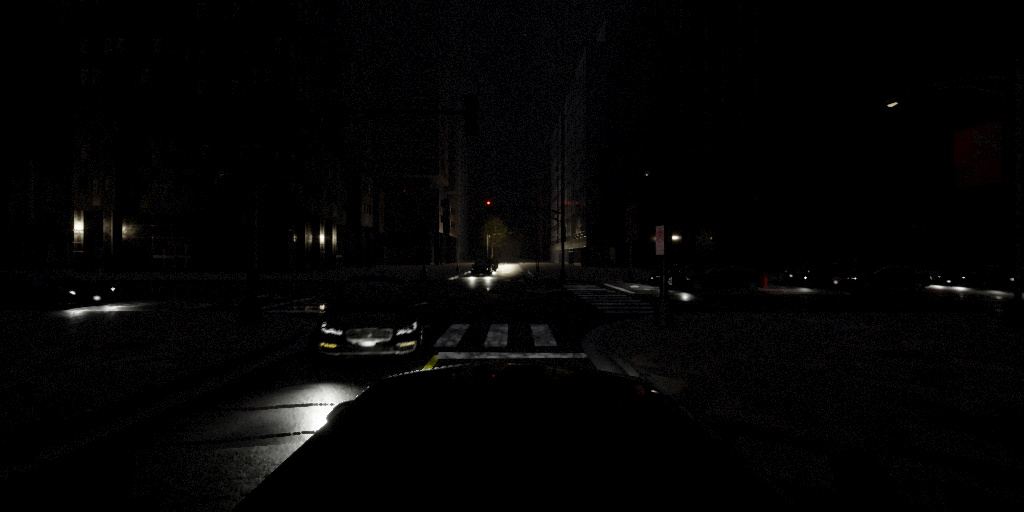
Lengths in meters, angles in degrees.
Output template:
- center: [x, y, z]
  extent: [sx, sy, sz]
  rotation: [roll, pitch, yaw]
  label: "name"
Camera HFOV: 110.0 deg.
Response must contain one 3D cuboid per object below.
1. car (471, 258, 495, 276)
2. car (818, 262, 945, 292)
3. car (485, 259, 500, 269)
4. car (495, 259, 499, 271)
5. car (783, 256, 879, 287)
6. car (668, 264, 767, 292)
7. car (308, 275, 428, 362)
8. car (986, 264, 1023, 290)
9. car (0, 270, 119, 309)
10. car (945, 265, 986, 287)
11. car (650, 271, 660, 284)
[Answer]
- center: [-3.101, 1.227, 37.513]
  extent: [1.882, 1.535, 5.008]
  rotation: [0, 0, 1]
  label: "car"
- center: [21.331, 1.262, 20.894]
  extent: [4.902, 1.511, 2.128]
  rotation: [0, 0, 0]
  label: "car"
- center: [-3.125, 1.241, 57.209]
  extent: [2.128, 1.511, 4.902]
  rotation: [0, 0, 0]
  label: "car"
- center: [-3.115, 1.101, 47.293]
  extent: [2.097, 1.767, 4.553]
  rotation: [0, 0, 0]
  label: "car"
- center: [21.585, 0.986, 24.129]
  extent: [5.566, 2.045, 2.150]
  rotation: [0, 0, 1]
  label: "car"
- center: [12.007, 1.237, 20.937]
  extent: [5.008, 1.535, 1.882]
  rotation: [0, 0, 1]
  label: "car"
- center: [-3.200, 1.256, 8.467]
  extent: [1.837, 1.490, 4.892]
  rotation: [4, -1, -18]
  label: "car"
- center: [31.944, 1.007, 20.845]
  extent: [5.566, 2.045, 2.150]
  rotation: [0, 0, 0]
  label: "car"
- center: [-19.256, 1.292, 14.354]
  extent: [5.357, 1.411, 2.033]
  rotation: [0, 0, 0]
  label: "car"
- center: [32.040, 1.327, 24.094]
  extent: [5.357, 1.411, 2.033]
  rotation: [0, 0, 0]
  label: "car"
- center: [11.854, 1.258, 24.194]
  extent: [4.892, 1.490, 1.837]
  rotation: [0, 0, -1]
  label: "car"
